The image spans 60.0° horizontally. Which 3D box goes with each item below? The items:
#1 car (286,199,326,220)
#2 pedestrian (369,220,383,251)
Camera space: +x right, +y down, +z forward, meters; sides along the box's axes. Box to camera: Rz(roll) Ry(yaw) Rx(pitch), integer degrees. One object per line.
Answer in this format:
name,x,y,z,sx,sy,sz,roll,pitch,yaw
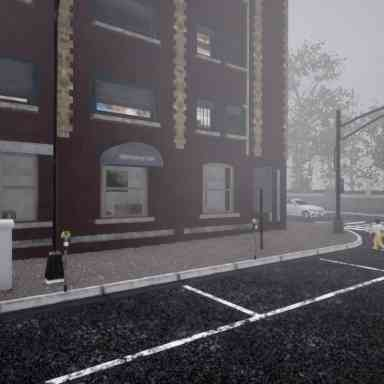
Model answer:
car,8.008,1.256,25.815,1.812,1.442,4.674,0,1,-36
pedestrian,7.059,1.577,12.538,0.375,1.300,0.375,0,0,-36
